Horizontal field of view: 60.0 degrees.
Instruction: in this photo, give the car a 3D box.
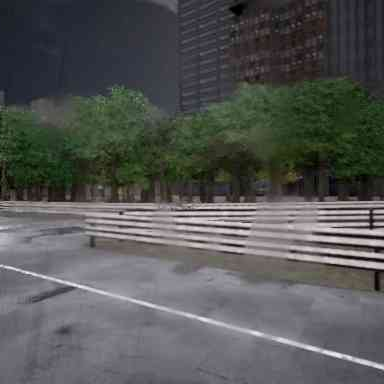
[{"bbox_3d":[-1.617,1.468,19.690,4.902,1.511,2.128,-1,0,14],"label":"car"}]
